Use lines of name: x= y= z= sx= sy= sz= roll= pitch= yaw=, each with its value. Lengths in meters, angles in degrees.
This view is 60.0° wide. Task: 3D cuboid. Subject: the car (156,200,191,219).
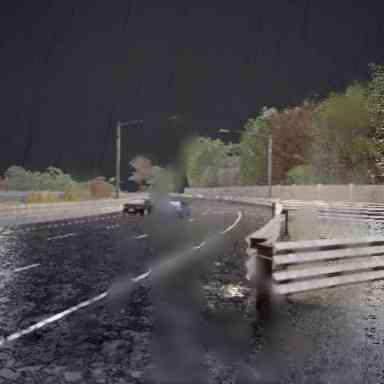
car: x=-1.317 y=1.430 z=28.509 sx=1.812 sy=1.442 sz=4.674 roll=1 pitch=0 yaw=11

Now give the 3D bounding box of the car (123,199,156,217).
car: x=-4.588 y=1.337 z=30.056 sx=1.882 sy=1.535 sz=5.008 roll=1 pitch=0 yaw=10
